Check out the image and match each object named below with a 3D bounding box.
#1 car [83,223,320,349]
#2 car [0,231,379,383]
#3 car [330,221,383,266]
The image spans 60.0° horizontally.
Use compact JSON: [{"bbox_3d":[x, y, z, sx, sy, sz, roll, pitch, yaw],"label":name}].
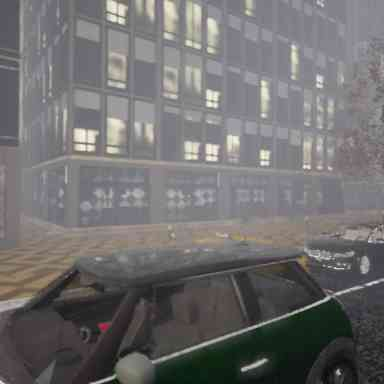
[{"bbox_3d":[0.443,1.545,6.876,4.829,1.417,1.752,0,0,-36],"label":"car"},{"bbox_3d":[-0.546,1.357,2.989,4.553,1.767,2.097,0,0,-36],"label":"car"},{"bbox_3d":[5.214,1.596,10.285,4.403,1.369,2.008,0,0,-36],"label":"car"}]
